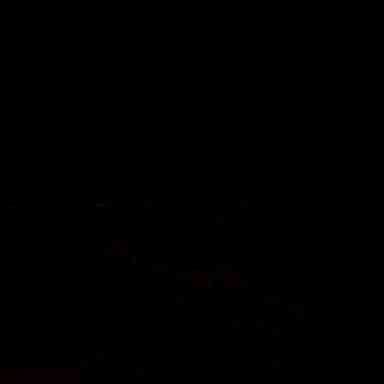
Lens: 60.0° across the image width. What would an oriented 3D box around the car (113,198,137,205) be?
[{"bbox_3d":[-14.066,2.026,69.780,5.008,1.535,1.882,0,-1,-7],"label":"car"}]
